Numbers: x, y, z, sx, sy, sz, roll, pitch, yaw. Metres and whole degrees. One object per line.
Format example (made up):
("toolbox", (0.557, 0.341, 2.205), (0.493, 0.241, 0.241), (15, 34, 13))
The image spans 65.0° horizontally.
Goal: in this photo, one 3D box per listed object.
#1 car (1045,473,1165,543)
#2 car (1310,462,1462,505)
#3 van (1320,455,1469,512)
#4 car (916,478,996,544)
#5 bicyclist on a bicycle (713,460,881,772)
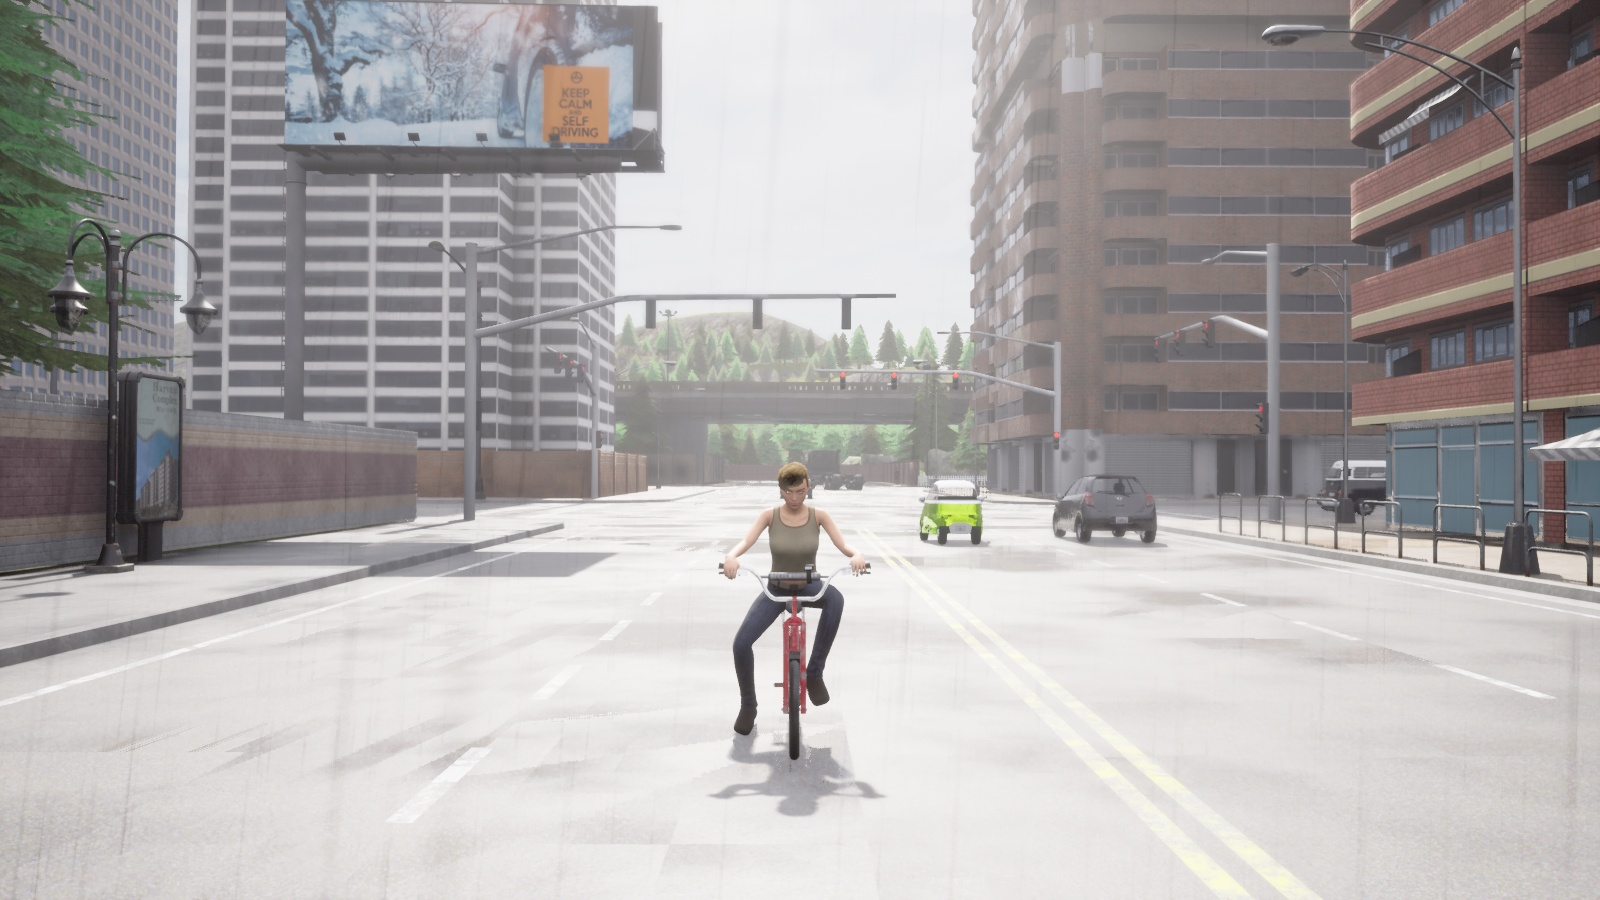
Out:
("car", (6.923, 1.284, 28.835), (1.845, 1.501, 3.633), (0, -1, 0))
("car", (23.241, 1.337, 49.939), (5.027, 1.651, 2.152), (0, -1, 0))
("van", (21.927, 1.228, 46.444), (4.480, 2.038, 2.069), (0, -1, 0))
("car", (3.426, 1.322, 27.811), (1.481, 1.376, 2.207), (0, -1, 0))
("bicyclist on a bicycle", (-0.027, 0.873, 7.275), (0.866, 1.612, 1.509), (0, -1, -1))
